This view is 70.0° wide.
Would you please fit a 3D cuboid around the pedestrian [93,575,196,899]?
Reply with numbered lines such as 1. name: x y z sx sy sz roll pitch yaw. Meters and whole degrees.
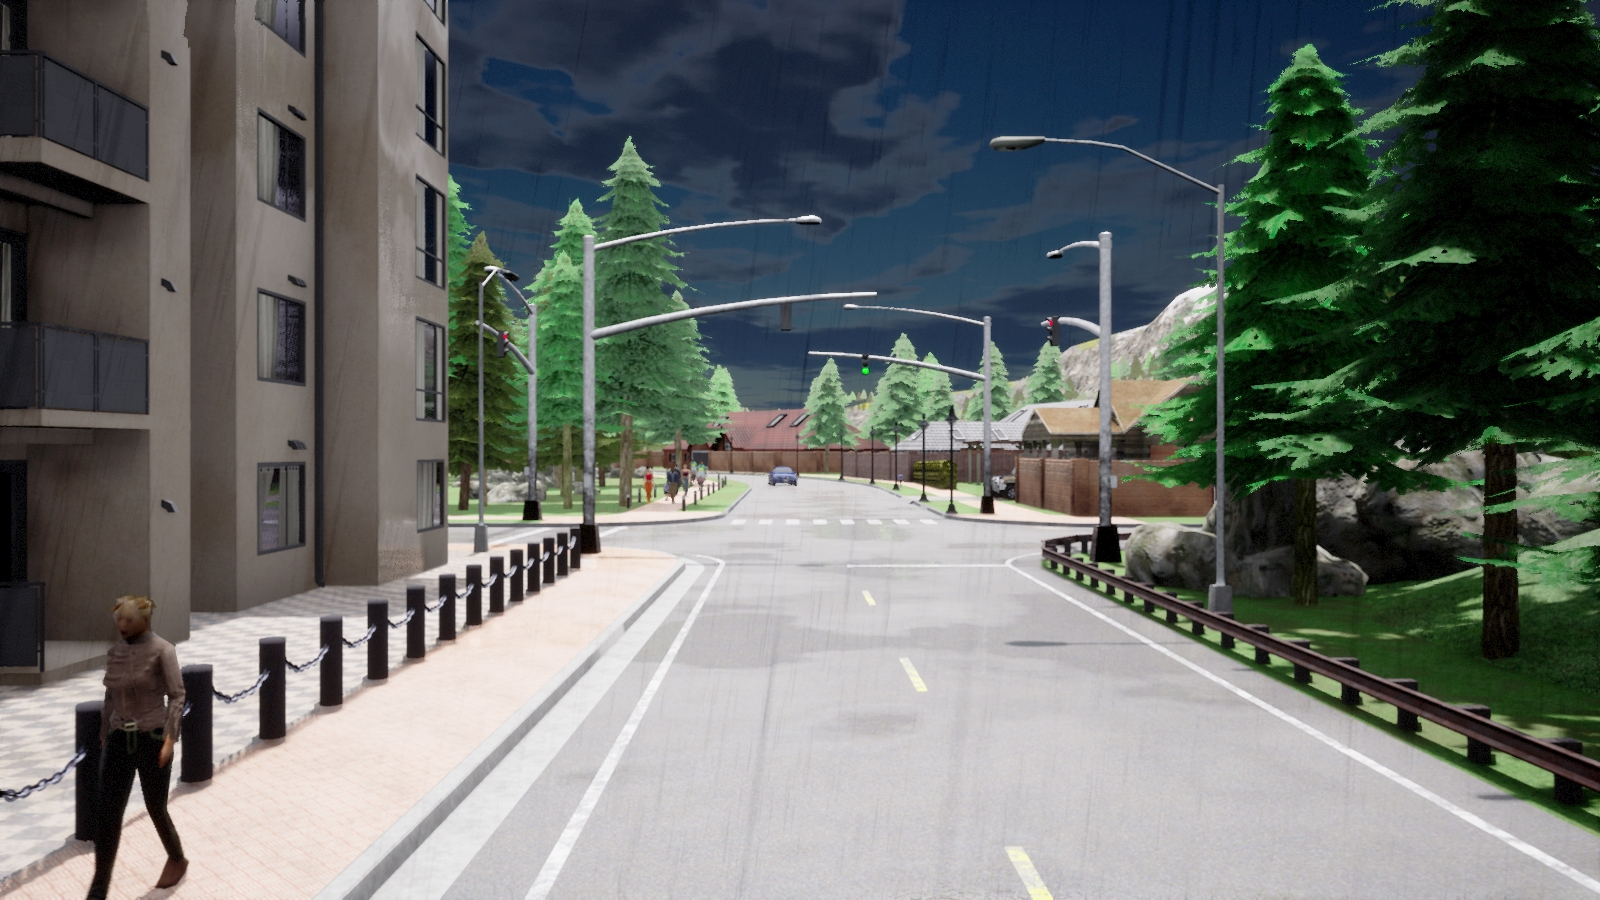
1. pedestrian: -3.846 1.687 6.715 0.375 1.860 0.375 0 0 5

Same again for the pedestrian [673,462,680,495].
1. pedestrian: -7.053 1.627 65.107 0.375 1.860 0.375 0 0 -1

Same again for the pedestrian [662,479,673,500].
1. pedestrian: -6.742 2.011 58.233 0.500 1.100 0.500 0 0 -2

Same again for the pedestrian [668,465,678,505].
1. pedestrian: -5.989 1.631 53.887 0.375 1.860 0.375 0 0 3

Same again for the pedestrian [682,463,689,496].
1. pedestrian: -6.328 1.626 63.094 0.375 1.860 0.375 0 0 -5

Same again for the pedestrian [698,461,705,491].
1. pedestrian: -6.186 1.621 71.632 0.375 1.860 0.375 0 0 0

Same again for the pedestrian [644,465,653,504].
1. pedestrian: -7.218 1.631 54.463 0.375 1.860 0.375 0 0 -5
